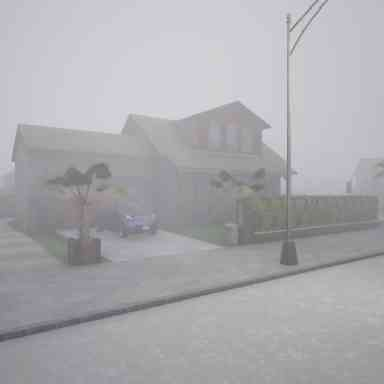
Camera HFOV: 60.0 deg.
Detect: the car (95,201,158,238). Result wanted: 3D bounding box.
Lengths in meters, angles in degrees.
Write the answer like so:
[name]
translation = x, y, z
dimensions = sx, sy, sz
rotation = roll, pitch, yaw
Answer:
[car]
translation = -3.041, 1.174, 15.278
dimensions = 1.845, 1.501, 3.633
rotation = 0, 0, -38
